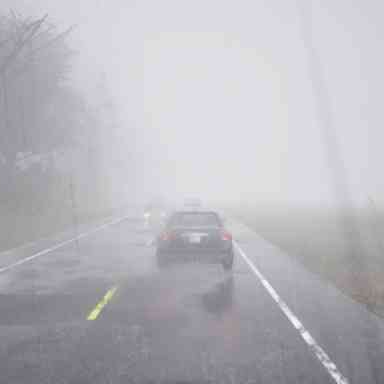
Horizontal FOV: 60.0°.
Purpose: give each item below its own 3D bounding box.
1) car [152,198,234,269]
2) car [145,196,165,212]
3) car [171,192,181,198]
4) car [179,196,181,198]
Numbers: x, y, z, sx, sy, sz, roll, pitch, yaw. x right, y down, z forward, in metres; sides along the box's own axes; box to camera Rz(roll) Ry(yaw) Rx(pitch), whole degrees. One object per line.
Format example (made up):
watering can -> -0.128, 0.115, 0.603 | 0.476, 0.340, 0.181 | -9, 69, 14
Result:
car -> 0.086, 1.246, 10.862 | 2.097, 1.767, 4.553 | 0, 1, 0
car -> -3.605, 1.149, 33.677 | 1.882, 1.535, 5.008 | 0, 1, 0
car -> -3.521, 0.729, 73.557 | 1.882, 1.535, 5.008 | 0, 1, 0
car -> 0.087, 1.251, 28.231 | 1.812, 1.442, 4.674 | 0, 1, 0
